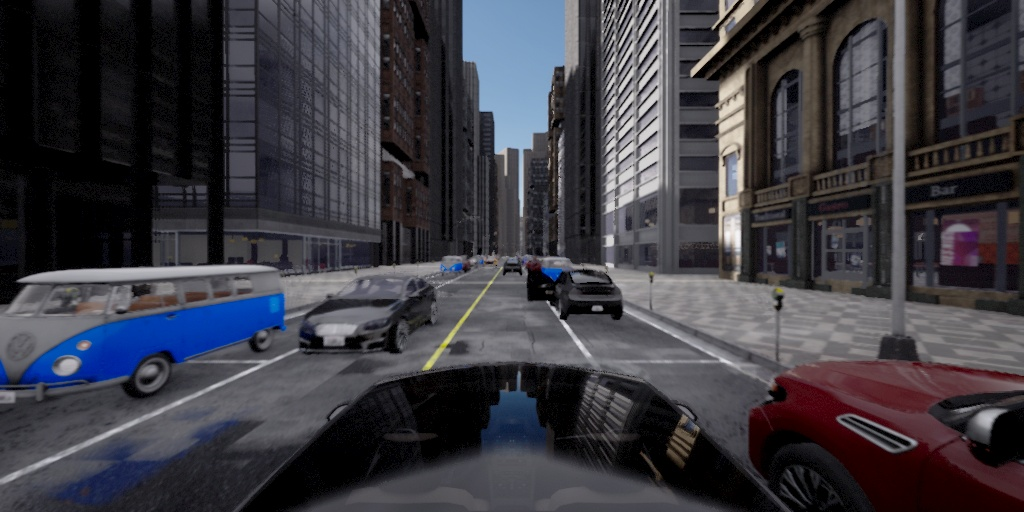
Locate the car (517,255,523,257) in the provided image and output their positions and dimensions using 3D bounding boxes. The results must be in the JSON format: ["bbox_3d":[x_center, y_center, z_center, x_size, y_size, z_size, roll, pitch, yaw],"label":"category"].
[{"bbox_3d":[0.056,0.982,50.219,2.128,1.511,4.902,0,0,1],"label":"car"}]

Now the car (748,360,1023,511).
[{"bbox_3d":[2.762,1.071,0.560,2.192,1.841,5.009,0,0,0],"label":"car"}]

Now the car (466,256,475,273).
[{"bbox_3d":[-5.741,0.859,39.818,2.192,1.841,5.009,0,0,0],"label":"car"}]

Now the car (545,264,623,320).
[{"bbox_3d":[2.361,1.197,12.336,1.837,1.490,4.892,0,0,0],"label":"car"}]

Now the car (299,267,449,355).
[{"bbox_3d":[-3.095,1.203,8.692,2.128,1.511,4.902,0,0,0],"label":"car"}]

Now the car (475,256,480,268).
[{"bbox_3d":[-5.734,1.035,51.037,2.007,1.370,4.403,0,0,0],"label":"car"}]

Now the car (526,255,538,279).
[{"bbox_3d":[2.781,0.888,34.214,2.192,1.841,5.009,0,0,0],"label":"car"}]

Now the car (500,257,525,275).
[{"bbox_3d":[0.066,1.074,35.126,1.837,1.490,4.892,0,0,1],"label":"car"}]

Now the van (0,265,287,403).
[{"bbox_3d":[-5.760,1.067,6.162,1.690,1.789,3.998,0,0,0],"label":"van"}]

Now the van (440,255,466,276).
[{"bbox_3d":[-5.744,0.915,34.209,1.690,1.789,3.998,0,0,0],"label":"van"}]

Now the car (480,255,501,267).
[{"bbox_3d":[-2.972,0.685,50.239,1.882,1.535,5.008,0,0,0],"label":"car"}]

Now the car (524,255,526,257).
[{"bbox_3d":[2.791,0.925,51.041,1.967,1.591,4.097,0,0,0],"label":"car"}]

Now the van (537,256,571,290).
[{"bbox_3d":[2.775,0.975,22.996,1.690,1.789,3.998,0,0,0],"label":"van"}]
